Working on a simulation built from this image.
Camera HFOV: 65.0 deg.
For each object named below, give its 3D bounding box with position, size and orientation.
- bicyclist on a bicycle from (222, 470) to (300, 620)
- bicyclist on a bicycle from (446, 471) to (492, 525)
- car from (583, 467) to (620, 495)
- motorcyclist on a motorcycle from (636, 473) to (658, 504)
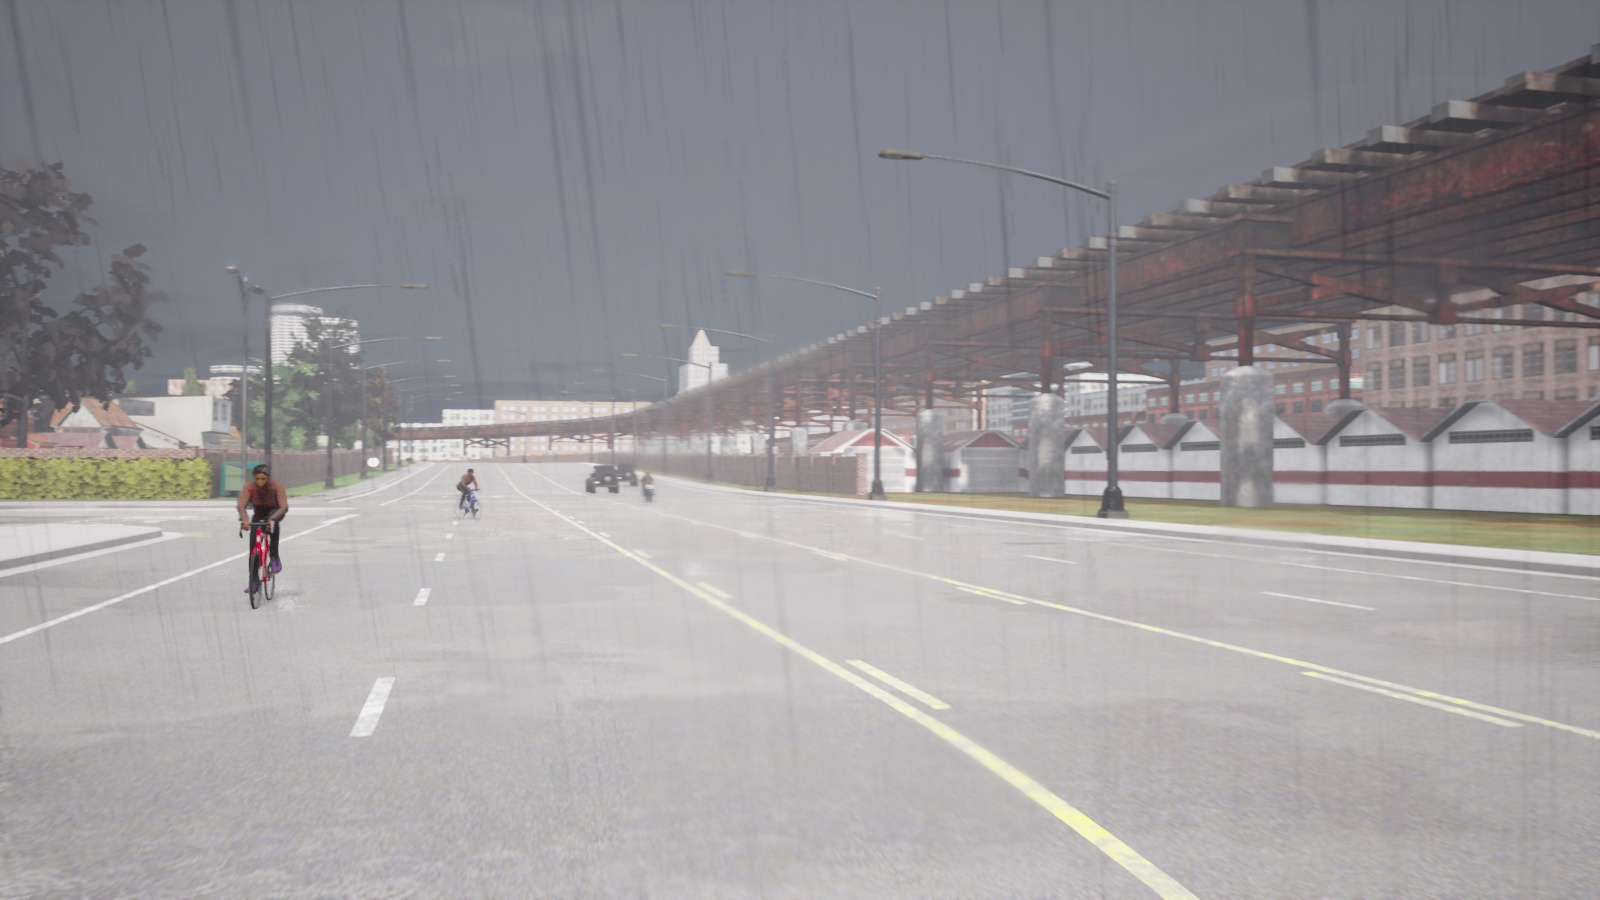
[{"bbox_3d":[-6.202,1.043,14.511,0.582,1.620,1.656,0,-1,-14],"label":"bicyclist on a bicycle"},{"bbox_3d":[-10.387,1.482,39.406,1.656,1.620,0.582,-1,1,44],"label":"bicyclist on a bicycle"},{"bbox_3d":[-13.527,2.076,85.335,1.905,1.878,3.866,0,-1,-17],"label":"car"},{"bbox_3d":[-7.525,1.871,61.774,0.797,1.523,2.044,0,-1,-14],"label":"motorcyclist on a motorcycle"}]
